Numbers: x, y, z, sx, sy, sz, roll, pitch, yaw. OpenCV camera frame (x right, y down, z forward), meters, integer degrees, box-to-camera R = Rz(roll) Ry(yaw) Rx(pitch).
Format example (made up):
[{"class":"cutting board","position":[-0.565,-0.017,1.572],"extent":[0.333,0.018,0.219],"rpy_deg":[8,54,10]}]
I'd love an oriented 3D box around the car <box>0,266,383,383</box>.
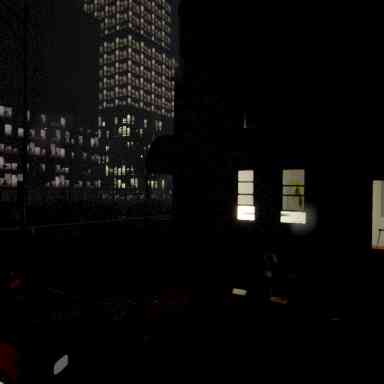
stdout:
[{"class":"car","position":[-0.011,1.544,2.831],"extent":[4.507,1.381,1.887],"rpy_deg":[0,1,34]}]

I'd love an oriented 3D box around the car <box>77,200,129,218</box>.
[{"class":"car","position":[-8.603,1.731,31.953],"extent":[1.947,1.339,4.313],"rpy_deg":[1,0,34]}]

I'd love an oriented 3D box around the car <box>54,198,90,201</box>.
[{"class":"car","position":[-12.236,1.573,37.116],"extent":[2.128,1.511,4.902],"rpy_deg":[1,0,35]}]

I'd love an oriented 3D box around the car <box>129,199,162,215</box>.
[{"class":"car","position":[-5.513,1.773,36.478],"extent":[1.802,1.307,4.206],"rpy_deg":[1,0,34]}]

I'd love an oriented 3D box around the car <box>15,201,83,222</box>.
[{"class":"car","position":[-11.696,1.690,27.426],"extent":[2.008,1.369,4.403],"rpy_deg":[1,0,34]}]

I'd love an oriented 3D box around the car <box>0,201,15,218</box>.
[{"class":"car","position":[-17.529,1.543,29.373],"extent":[1.837,1.490,4.892],"rpy_deg":[1,0,34]}]
